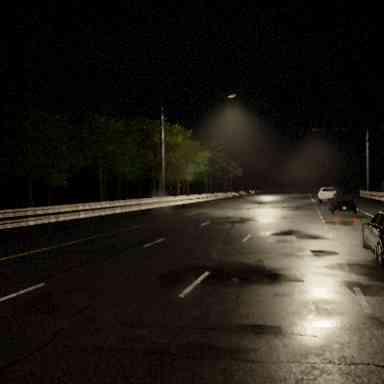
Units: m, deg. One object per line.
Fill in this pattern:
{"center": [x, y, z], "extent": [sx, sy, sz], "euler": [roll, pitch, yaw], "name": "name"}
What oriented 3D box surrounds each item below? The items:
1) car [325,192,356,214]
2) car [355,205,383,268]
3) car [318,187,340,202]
{"center": [12.379, 0.993, 27.534], "extent": [1.812, 1.442, 4.674], "euler": [-1, 1, 19], "name": "car"}
{"center": [6.383, 1.280, 10.028], "extent": [1.837, 1.490, 4.892], "euler": [-1, 1, 19], "name": "car"}
{"center": [18.863, 0.361, 46.410], "extent": [2.150, 2.045, 5.566], "euler": [-1, 1, 19], "name": "car"}
